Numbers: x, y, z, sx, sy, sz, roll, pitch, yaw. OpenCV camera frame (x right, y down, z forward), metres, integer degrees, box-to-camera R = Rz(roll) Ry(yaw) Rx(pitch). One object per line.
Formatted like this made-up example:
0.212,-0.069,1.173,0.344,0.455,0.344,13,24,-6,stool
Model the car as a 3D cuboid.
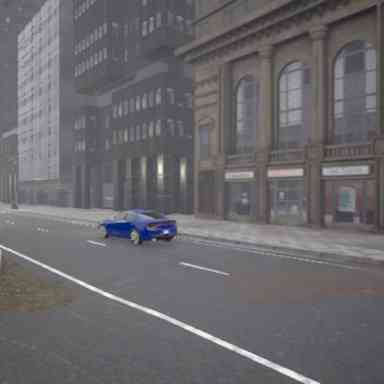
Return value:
-2.818,1.626,16.546,1.882,1.535,5.008,0,0,-42,car
